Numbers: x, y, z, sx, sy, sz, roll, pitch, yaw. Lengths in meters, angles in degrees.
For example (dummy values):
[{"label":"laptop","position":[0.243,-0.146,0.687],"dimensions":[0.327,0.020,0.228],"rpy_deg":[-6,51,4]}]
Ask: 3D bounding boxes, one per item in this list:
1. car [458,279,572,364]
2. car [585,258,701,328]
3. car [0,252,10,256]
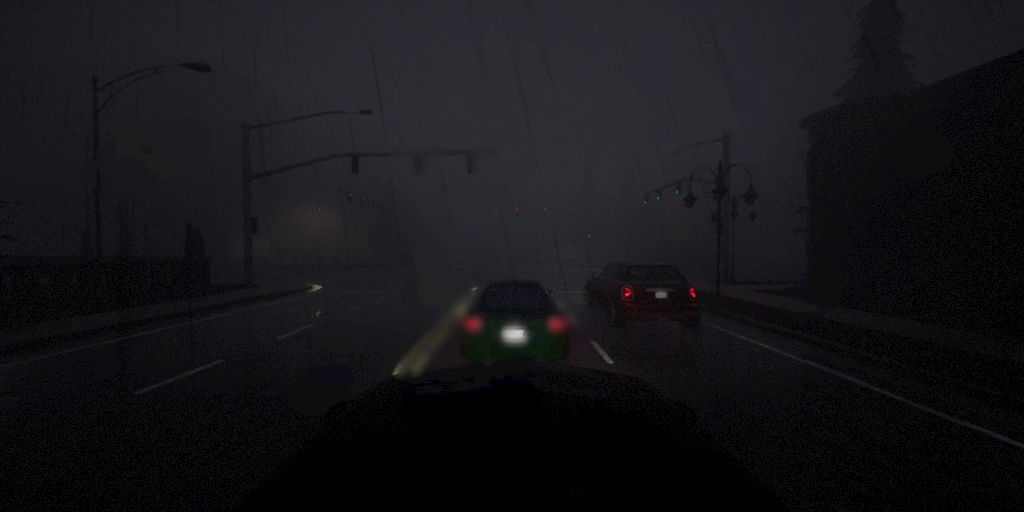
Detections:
[{"label":"car","position":[0.063,1.177,7.731],"dimensions":[1.994,1.385,4.181],"rpy_deg":[0,1,0]},{"label":"car","position":[3.574,0.899,10.680],"dimensions":[2.097,1.767,4.553],"rpy_deg":[0,1,0]},{"label":"car","position":[-50.609,0.365,34.149],"dimensions":[4.553,1.767,2.097],"rpy_deg":[0,1,0]}]
